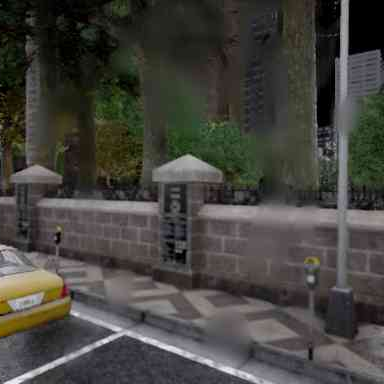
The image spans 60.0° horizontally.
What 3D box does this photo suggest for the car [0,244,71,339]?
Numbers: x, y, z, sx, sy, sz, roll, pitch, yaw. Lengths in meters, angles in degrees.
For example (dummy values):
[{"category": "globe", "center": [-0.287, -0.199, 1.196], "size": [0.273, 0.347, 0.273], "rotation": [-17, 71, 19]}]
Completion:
[{"category": "car", "center": [-4.148, 1.453, 5.933], "size": [4.829, 1.417, 1.752], "rotation": [1, 0, 36]}]
